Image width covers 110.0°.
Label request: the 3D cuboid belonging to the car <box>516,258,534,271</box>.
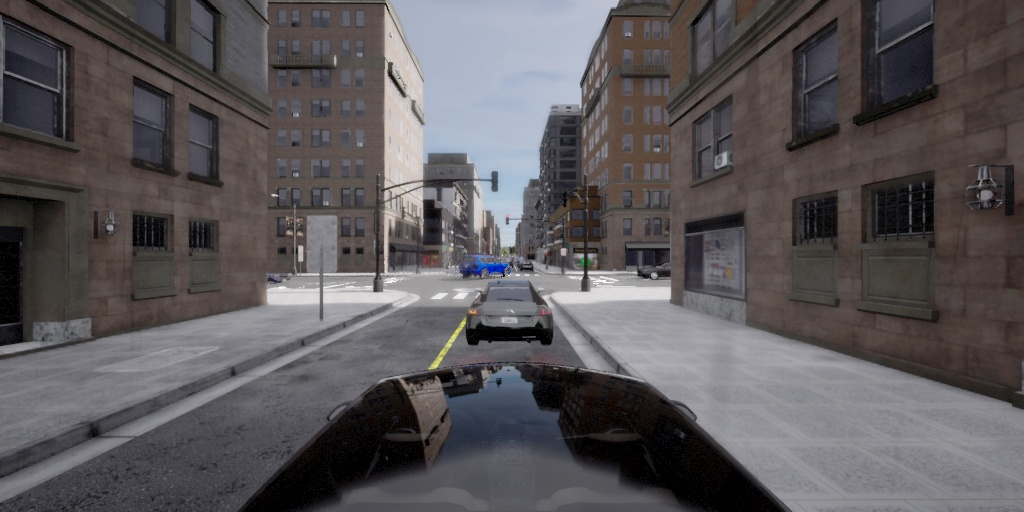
[{"bbox_3d":[1.961,1.356,48.574,1.948,1.339,4.313,0,0,0],"label":"car"}]

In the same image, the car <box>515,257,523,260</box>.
[{"bbox_3d":[1.847,1.387,65.106,1.948,1.339,4.313,0,0,0],"label":"car"}]

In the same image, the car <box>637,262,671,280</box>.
[{"bbox_3d":[12.974,1.201,29.931,4.892,1.490,1.837,0,0,-1],"label":"car"}]

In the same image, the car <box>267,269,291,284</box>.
[{"bbox_3d":[-19.236,1.364,26.095,5.357,1.411,2.033,0,0,-1],"label":"car"}]

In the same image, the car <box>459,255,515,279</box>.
[{"bbox_3d":[-2.361,0.984,32.005,2.150,2.045,5.566,1,0,33],"label":"car"}]

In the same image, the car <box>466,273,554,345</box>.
[{"bbox_3d":[-0.059,1.314,9.505,1.994,1.385,4.181,0,0,0],"label":"car"}]

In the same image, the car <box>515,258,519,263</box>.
[{"bbox_3d":[1.885,1.392,59.596,1.802,1.307,4.207,0,0,0],"label":"car"}]
